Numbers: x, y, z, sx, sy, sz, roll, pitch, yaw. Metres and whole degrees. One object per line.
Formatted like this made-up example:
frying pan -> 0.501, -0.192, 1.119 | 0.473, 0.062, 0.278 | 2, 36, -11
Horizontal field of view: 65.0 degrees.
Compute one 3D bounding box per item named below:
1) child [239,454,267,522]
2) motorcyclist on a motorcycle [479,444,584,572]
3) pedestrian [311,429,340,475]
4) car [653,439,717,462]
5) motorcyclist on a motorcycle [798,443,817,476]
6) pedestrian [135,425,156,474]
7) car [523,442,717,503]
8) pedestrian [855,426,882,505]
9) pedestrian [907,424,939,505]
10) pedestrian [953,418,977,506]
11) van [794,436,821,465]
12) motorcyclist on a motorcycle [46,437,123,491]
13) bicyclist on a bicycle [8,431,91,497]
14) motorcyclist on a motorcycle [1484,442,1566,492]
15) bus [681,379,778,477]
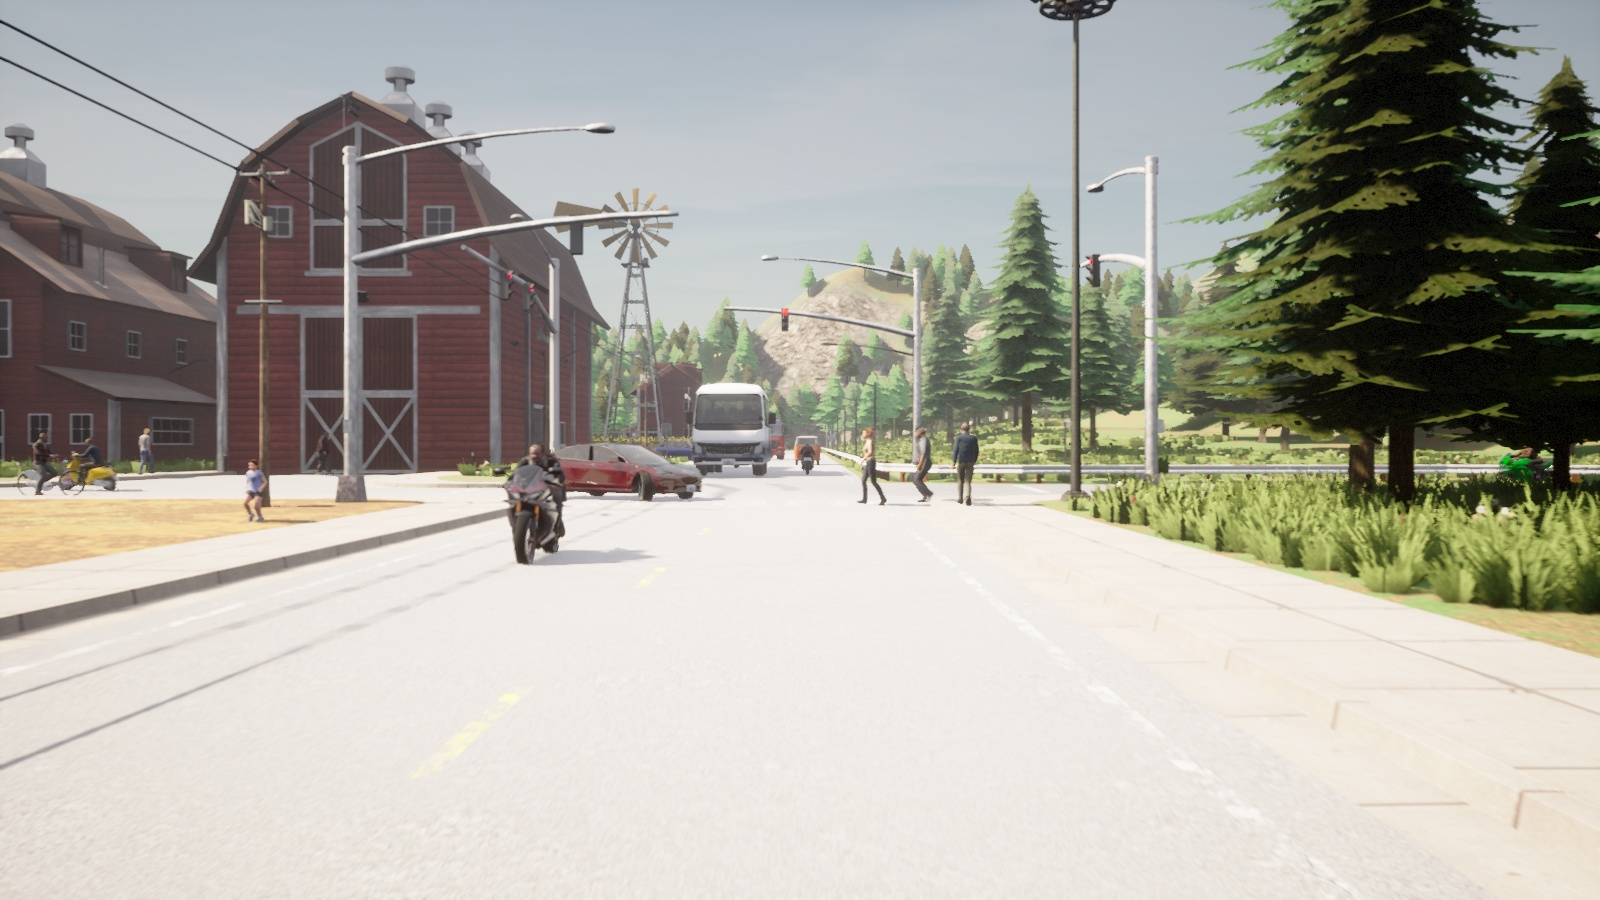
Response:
child -> -9.114, 0.628, 20.925 | 0.255, 1.110, 0.394 | 0, 0, 6
motorcyclist on a motorcycle -> -3.393, 0.688, 16.109 | 0.866, 1.530, 2.191 | 0, 0, 0
pedestrian -> -19.202, 0.065, 50.786 | 0.899, 1.844, 0.634 | 0, 0, 7
car -> -8.860, 0.051, 96.850 | 4.553, 1.767, 2.097 | 0, 0, 8
motorcyclist on a motorcycle -> 0.356, 0.444, 59.966 | 0.866, 1.530, 2.191 | 0, 0, 0
pedestrian -> -24.950, -0.029, 47.856 | 0.354, 1.836, 0.706 | 0, 0, 10
car -> -4.751, 0.540, 32.951 | 4.792, 1.488, 2.163 | 0, 0, 33
pedestrian -> 1.611, 0.364, 29.572 | 0.594, 1.836, 0.345 | 0, 0, -4
pedestrian -> 2.841, 0.321, 28.970 | 0.694, 1.848, 0.540 | 0, 0, 10
pedestrian -> 3.507, 0.254, 26.776 | 0.402, 1.842, 0.726 | 0, 0, -1
van -> 0.506, 0.014, 86.202 | 1.775, 1.987, 4.442 | 0, 0, 0
motorcyclist on a motorcycle -> -21.524, 0.418, 37.787 | 1.817, 1.590, 0.866 | 0, 0, -1
bicyclist on a bicycle -> -20.483, 0.375, 34.299 | 1.843, 1.776, 0.659 | -1, 1, -1
motorcyclist on a motorcycle -> 22.114, 0.504, 38.331 | 2.044, 1.523, 0.797 | 0, 0, -1
bus -> -3.145, -0.968, 59.558 | 3.944, 4.253, 10.273 | 0, 0, 0
